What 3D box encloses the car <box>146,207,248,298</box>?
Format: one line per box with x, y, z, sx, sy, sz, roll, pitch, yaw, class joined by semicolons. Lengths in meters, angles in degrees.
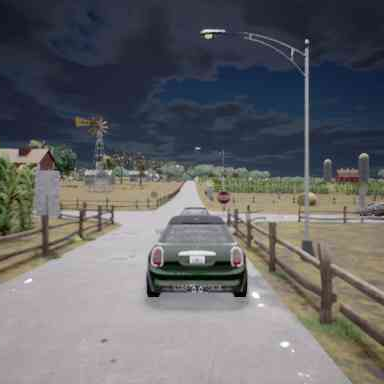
0.104;1.355;8.656;2.097;1.767;4.553;0;0;0;car

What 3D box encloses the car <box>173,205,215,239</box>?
0.191;1.554;18.662;2.033;1.411;5.357;0;0;2;car

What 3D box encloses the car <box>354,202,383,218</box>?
18.584;1.798;32.836;4.892;1.490;1.837;1;2;0;car
